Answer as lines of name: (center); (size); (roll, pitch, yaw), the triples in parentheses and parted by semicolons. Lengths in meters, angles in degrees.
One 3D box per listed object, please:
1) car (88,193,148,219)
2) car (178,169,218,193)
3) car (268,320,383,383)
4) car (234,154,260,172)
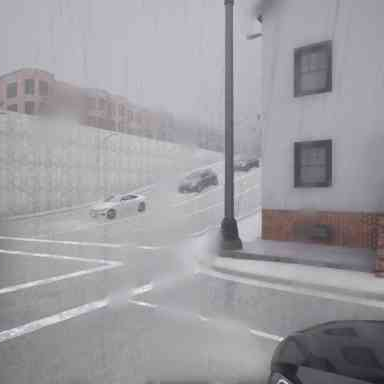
car: (-5.071, 0.864, 23.311); (1.812, 1.442, 4.674); (0, 7, 35)
car: (0.553, -1.125, 31.338); (2.097, 1.767, 4.553); (0, 13, 34)
car: (2.773, 1.526, 1.993); (4.674, 1.442, 1.812); (0, 0, 36)
car: (6.234, -3.502, 39.355); (2.097, 1.767, 4.553); (0, 14, 35)
